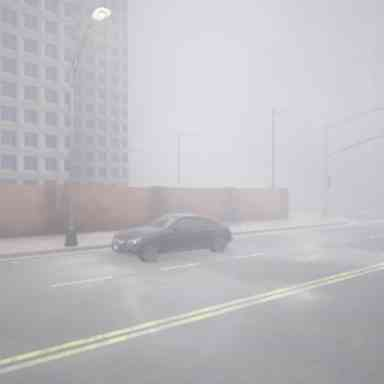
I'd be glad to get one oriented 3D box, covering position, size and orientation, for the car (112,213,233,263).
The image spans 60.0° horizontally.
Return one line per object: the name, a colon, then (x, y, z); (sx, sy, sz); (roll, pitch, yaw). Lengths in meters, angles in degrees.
car: (-0.563, 1.531, 12.150); (4.674, 1.442, 1.812); (0, 0, -35)
